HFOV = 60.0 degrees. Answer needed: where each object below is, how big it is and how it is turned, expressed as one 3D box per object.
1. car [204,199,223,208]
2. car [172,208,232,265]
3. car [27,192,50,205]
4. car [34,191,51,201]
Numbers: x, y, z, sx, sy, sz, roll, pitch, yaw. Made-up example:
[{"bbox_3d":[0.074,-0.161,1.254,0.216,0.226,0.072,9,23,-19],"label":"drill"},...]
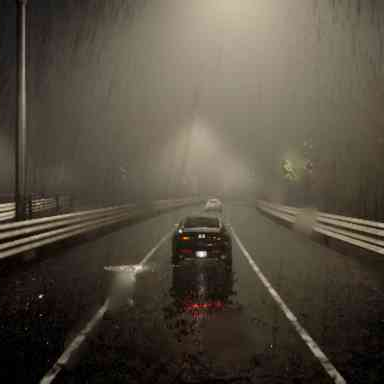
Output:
[{"bbox_3d":[2.603,1.558,39.050,1.812,1.442,4.674,0,0,7],"label":"car"},{"bbox_3d":[0.362,1.520,11.835,1.837,1.490,4.892,0,0,2],"label":"car"},{"bbox_3d":[-20.974,1.091,45.343,2.033,1.411,5.357,0,0,-12],"label":"car"},{"bbox_3d":[-28.549,0.770,63.599,2.097,1.767,4.553,0,1,-12],"label":"car"}]
